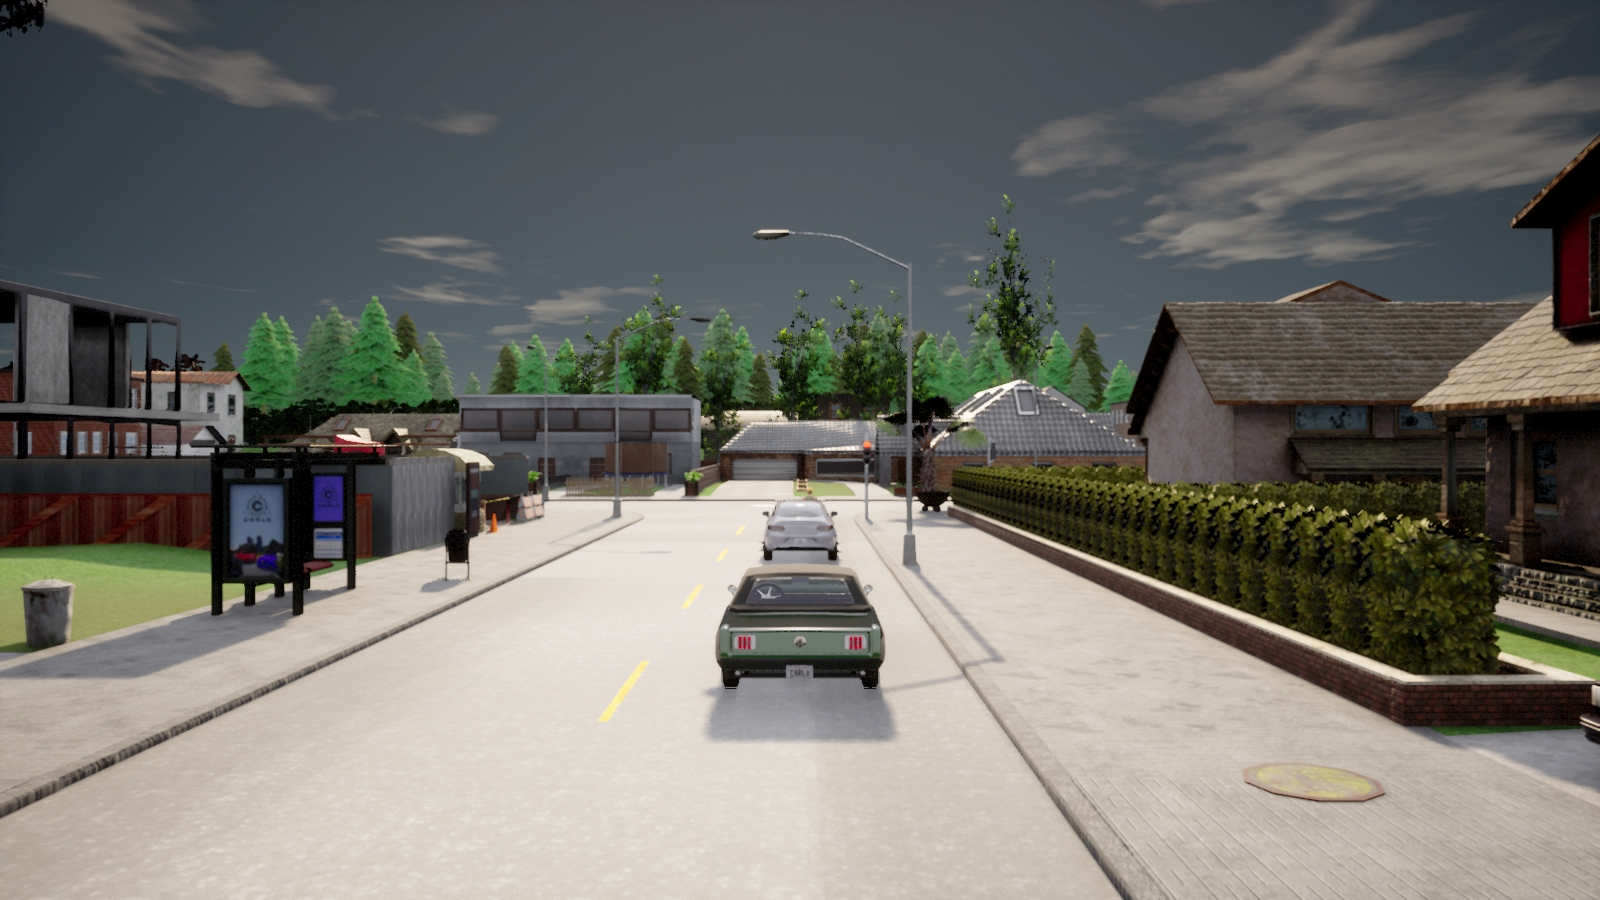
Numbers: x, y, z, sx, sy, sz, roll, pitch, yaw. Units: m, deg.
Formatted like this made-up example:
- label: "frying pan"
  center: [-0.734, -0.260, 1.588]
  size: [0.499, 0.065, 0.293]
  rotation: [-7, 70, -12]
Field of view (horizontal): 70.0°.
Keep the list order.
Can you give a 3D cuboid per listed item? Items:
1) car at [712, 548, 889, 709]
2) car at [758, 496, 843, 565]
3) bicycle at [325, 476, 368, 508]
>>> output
- label: "car"
  center: [0.002, 2.112, 14.577]
  size: [1.895, 1.301, 4.718]
  rotation: [0, 0, 0]
- label: "car"
  center: [0.002, 1.998, 29.458]
  size: [2.002, 1.442, 4.674]
  rotation: [0, 0, 0]
- label: "bicycle"
  center: [-20.690, 1.916, 52.122]
  size: [1.835, 1.471, 0.329]
  rotation: [0, 0, -2]
